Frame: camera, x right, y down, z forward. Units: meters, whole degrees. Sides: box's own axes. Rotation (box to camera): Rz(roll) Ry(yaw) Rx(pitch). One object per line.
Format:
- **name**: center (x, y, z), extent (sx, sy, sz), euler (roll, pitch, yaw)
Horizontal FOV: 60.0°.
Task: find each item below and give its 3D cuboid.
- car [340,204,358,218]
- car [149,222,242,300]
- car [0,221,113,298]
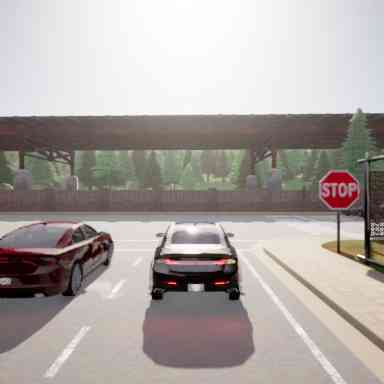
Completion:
- **car**: center (16.041, 1.547, 29.966), extent (5.357, 1.411, 2.033), euler (0, 0, 1)
- **car**: center (0.078, 1.491, 8.351), extent (2.128, 1.511, 4.902), euler (0, 0, 0)
- **car**: center (-3.422, 1.478, 8.577), extent (1.882, 1.535, 5.008), euler (0, 0, 0)
